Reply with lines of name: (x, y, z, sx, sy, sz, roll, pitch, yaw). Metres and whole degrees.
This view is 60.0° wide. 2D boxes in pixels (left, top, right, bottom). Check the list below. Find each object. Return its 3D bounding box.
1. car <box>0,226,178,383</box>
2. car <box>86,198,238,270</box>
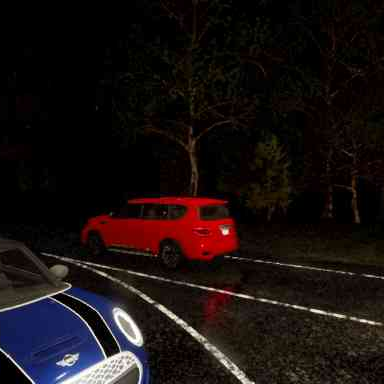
car: (-2.634, 1.338, 3.756, 4.553, 1.767, 2.097, 1, 0, 35)
car: (-1.212, 1.214, 10.981, 5.566, 2.045, 2.150, 0, 0, 36)
